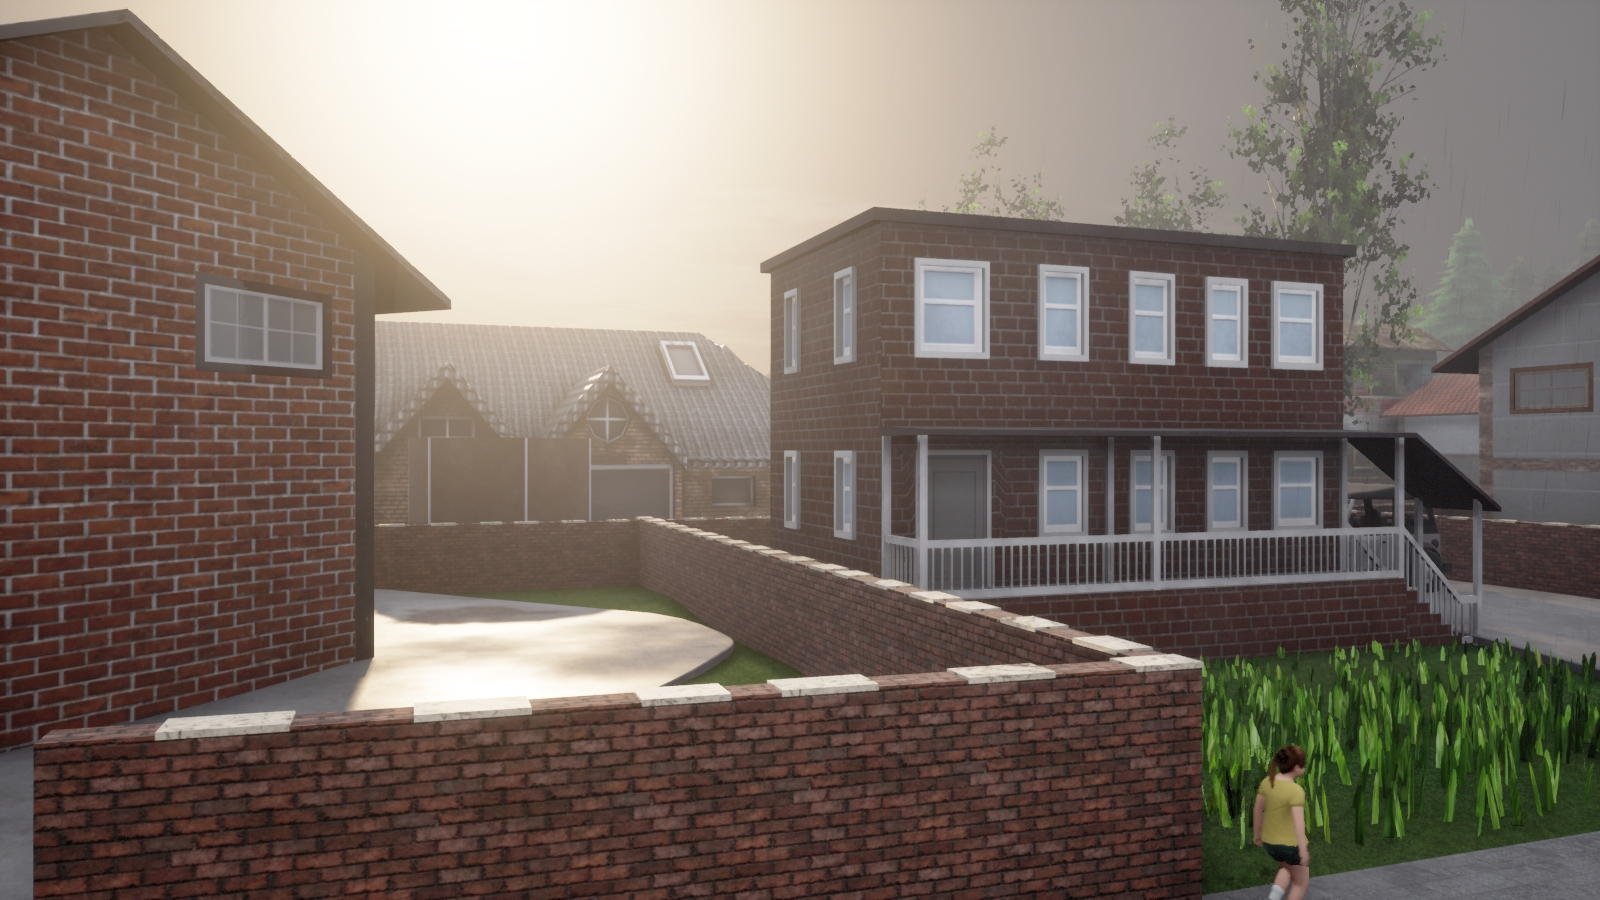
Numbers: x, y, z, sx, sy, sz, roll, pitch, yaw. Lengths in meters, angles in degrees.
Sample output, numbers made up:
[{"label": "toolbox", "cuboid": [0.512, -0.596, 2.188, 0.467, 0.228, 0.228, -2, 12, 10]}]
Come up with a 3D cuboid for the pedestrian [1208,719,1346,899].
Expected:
[{"label": "pedestrian", "cuboid": [2.647, 2.127, 6.364, 0.500, 1.100, 0.500, 0, 0, -22]}]

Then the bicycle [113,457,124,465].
[{"label": "bicycle", "cuboid": [-129.729, 2.028, 217.441, 1.643, 1.496, 0.373, 0, 0, -20]}]
